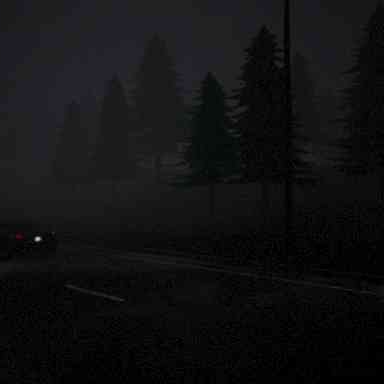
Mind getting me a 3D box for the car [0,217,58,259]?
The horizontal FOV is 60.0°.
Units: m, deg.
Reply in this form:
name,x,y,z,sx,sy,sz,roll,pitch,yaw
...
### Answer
name,x,y,z,sx,sy,sz,roll,pitch,yaw
car,-7.271,1.713,13.370,4.181,1.385,1.994,-1,0,36
